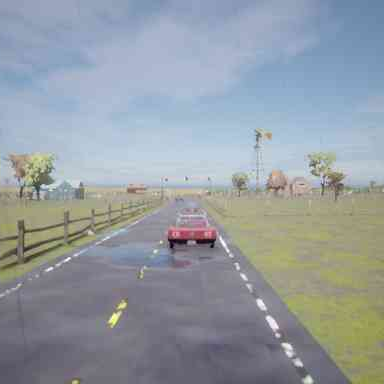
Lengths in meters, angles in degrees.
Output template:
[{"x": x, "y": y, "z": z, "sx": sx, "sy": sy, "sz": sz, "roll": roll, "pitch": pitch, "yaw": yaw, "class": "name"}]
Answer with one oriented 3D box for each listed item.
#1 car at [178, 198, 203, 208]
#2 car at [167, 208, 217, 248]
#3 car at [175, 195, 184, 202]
[{"x": 0.000, "y": 1.562, "z": 29.656, "sx": 2.033, "sy": 1.411, "sz": 5.357, "roll": 0, "pitch": 0, "yaw": 0, "class": "car"}, {"x": 0.000, "y": 1.613, "z": 14.683, "sx": 1.895, "sy": 1.301, "sz": 4.718, "roll": 0, "pitch": 0, "yaw": 0, "class": "car"}, {"x": -2.750, "y": 1.399, "z": 72.300, "sx": 1.882, "sy": 1.535, "sz": 5.008, "roll": 0, "pitch": 0, "yaw": 0, "class": "car"}]
